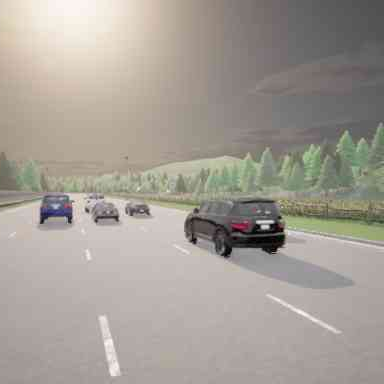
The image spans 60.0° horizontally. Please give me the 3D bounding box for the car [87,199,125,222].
[{"bbox_3d":[-6.955,1.544,26.528,2.033,1.411,5.357,0,0,-20],"label":"car"}]

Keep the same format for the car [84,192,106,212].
[{"bbox_3d":[-11.153,1.218,38.325,2.150,2.045,5.566,0,0,-20],"label":"car"}]

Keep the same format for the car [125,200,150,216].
[{"bbox_3d":[-5.358,1.523,32.466,1.812,1.442,4.674,0,0,-20],"label":"car"}]

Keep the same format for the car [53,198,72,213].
[{"bbox_3d":[-14.623,1.500,37.631,1.837,1.490,4.892,0,0,-20],"label":"car"}]

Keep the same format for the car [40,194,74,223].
[{"bbox_3d":[-10.276,1.211,25.416,2.150,2.045,5.566,0,-1,-20],"label":"car"}]

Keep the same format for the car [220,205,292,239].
[{"bbox_3d":[3.337,1.524,18.482,1.812,1.442,4.674,0,0,-20],"label":"car"}]

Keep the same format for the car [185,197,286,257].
[{"bbox_3d":[1.467,1.221,13.294,2.150,2.045,5.566,0,0,-20],"label":"car"}]
